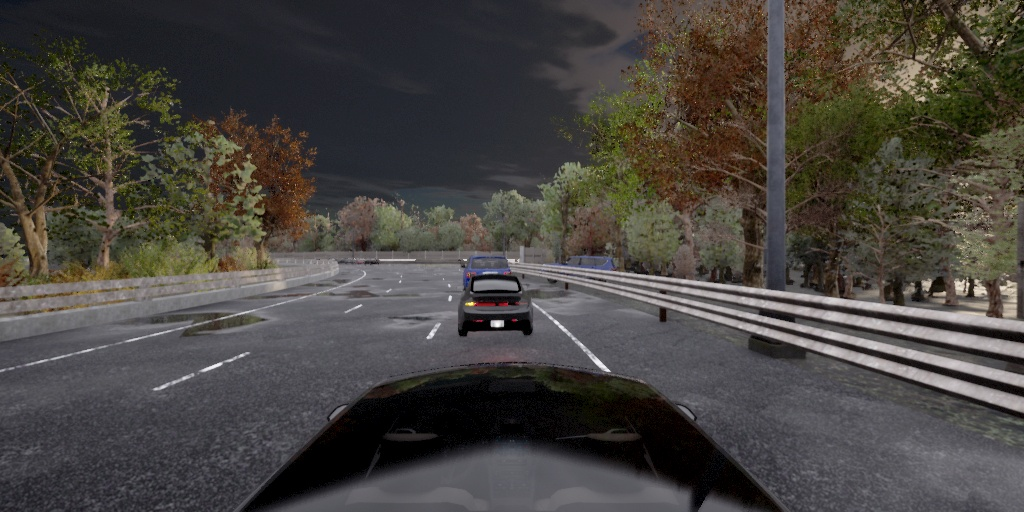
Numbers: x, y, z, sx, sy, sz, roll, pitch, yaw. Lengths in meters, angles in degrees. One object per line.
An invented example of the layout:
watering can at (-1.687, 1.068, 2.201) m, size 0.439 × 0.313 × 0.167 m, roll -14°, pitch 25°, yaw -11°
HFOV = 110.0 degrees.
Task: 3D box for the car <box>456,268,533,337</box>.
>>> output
car at (-0.545, 1.256, 10.386) m, size 1.837 × 1.490 × 4.892 m, roll 0°, pitch 0°, yaw -5°

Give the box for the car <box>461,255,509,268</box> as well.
car at (-1.326, 0.974, 17.860) m, size 2.150 × 2.045 × 5.566 m, roll 0°, pitch 0°, yaw -9°

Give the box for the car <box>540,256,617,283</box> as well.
car at (4.828, 0.992, 26.181) m, size 5.566 × 2.045 × 2.150 m, roll 3°, pitch 1°, yaw 10°
